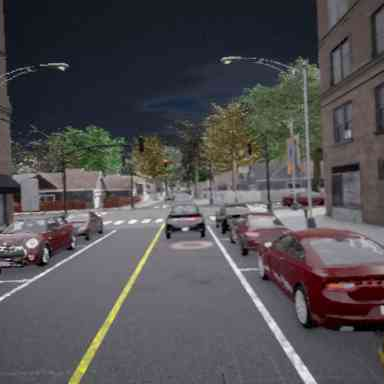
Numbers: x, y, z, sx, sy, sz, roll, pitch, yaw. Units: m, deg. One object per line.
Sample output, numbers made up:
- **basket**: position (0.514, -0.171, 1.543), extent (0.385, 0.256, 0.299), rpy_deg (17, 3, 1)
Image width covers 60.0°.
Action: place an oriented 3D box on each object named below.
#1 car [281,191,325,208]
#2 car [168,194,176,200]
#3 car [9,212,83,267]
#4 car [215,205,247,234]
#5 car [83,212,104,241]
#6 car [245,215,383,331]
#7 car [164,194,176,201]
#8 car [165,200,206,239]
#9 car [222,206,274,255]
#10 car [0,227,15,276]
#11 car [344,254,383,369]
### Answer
- **car**: position (10.840, 0.678, 30.846), extent (5.008, 1.535, 1.882), rpy_deg (-3, 0, -3)
- **car**: position (-5.180, 1.218, 85.869), extent (1.895, 1.301, 4.718), rpy_deg (-3, 0, -2)
- **car**: position (-5.651, 1.600, 11.868), extent (1.967, 1.590, 4.097), rpy_deg (-3, 0, -1)
- **car**: position (2.233, 1.329, 17.583), extent (1.947, 1.339, 4.313), rpy_deg (-3, 0, -1)
- **car**: position (-5.781, 1.705, 17.387), extent (1.802, 1.307, 4.206), rpy_deg (-3, 0, -1)
- **car**: position (2.504, 1.380, 6.550), extent (1.887, 1.381, 4.507), rpy_deg (-3, 0, -1)
- **car**: position (-4.758, 1.265, 70.307), extent (1.994, 1.385, 4.181), rpy_deg (-3, 0, -2)
- **car**: position (-0.334, 1.376, 16.794), extent (2.128, 1.511, 4.902), rpy_deg (-3, 0, -1)
- **car**: position (2.370, 1.381, 12.066), extent (1.802, 1.307, 4.206), rpy_deg (-3, 0, -1)
- **car**: position (-5.507, 1.722, 6.182), extent (1.752, 1.417, 4.829), rpy_deg (-3, 0, -1)
- **car**: position (2.635, 1.396, 1.203), extent (1.752, 1.417, 4.829), rpy_deg (-3, 0, -1)
